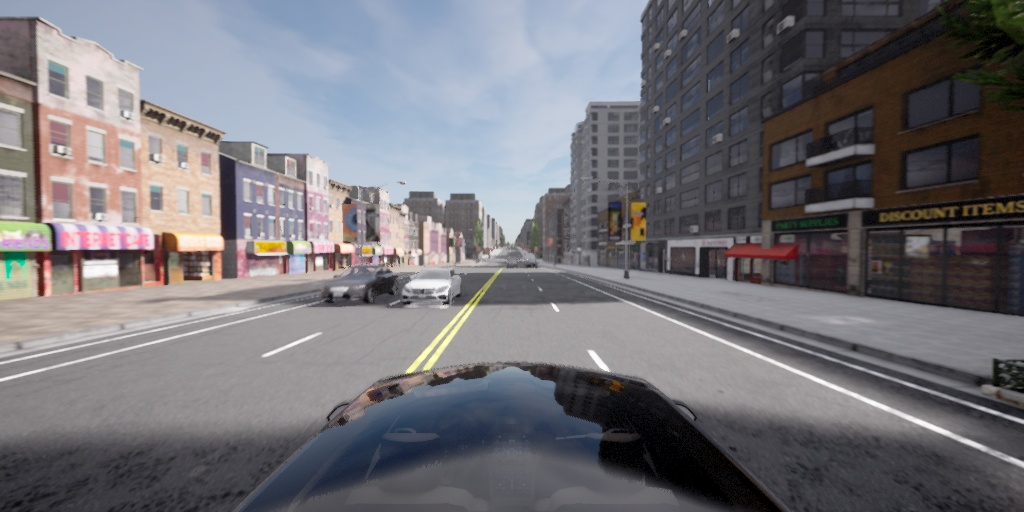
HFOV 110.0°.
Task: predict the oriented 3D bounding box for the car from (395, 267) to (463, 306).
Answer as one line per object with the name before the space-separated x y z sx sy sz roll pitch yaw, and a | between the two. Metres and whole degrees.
car | -3.276 1.218 15.511 1.812 1.442 4.674 0 0 1

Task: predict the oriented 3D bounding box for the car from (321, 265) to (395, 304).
car | -6.521 1.182 15.951 2.128 1.511 4.902 0 0 1

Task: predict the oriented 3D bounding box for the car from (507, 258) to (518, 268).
car | 0.038 1.315 60.608 2.128 1.511 4.902 0 -1 0

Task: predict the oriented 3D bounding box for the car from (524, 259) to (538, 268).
car | 3.288 1.330 60.609 1.837 1.490 4.892 0 -1 0
